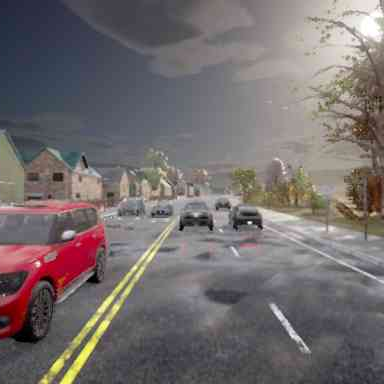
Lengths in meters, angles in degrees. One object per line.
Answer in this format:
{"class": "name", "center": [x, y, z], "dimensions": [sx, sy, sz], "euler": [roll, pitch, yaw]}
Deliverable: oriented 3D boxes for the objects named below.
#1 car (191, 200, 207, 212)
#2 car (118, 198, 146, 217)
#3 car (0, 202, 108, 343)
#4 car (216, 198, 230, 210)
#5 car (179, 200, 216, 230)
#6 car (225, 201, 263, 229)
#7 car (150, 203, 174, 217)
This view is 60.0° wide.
{"class": "car", "center": [0.968, 1.780, 44.058], "dimensions": [2.033, 1.411, 5.357], "euler": [0, 0, 3]}
{"class": "car", "center": [-6.076, 1.540, 33.989], "dimensions": [2.097, 1.767, 4.553], "euler": [0, 0, 2]}
{"class": "car", "center": [-3.337, 1.261, 6.862], "dimensions": [2.150, 2.045, 5.566], "euler": [0, 0, 0]}
{"class": "car", "center": [4.386, 1.596, 47.488], "dimensions": [2.097, 1.767, 4.553], "euler": [0, 0, 3]}
{"class": "car", "center": [0.293, 1.475, 22.242], "dimensions": [2.097, 1.767, 4.553], "euler": [0, 0, 1]}
{"class": "car", "center": [3.550, 1.628, 22.605], "dimensions": [1.837, 1.490, 4.892], "euler": [0, 0, 1]}
{"class": "car", "center": [-2.865, 1.744, 32.945], "dimensions": [1.994, 1.385, 4.181], "euler": [0, 0, 2]}
